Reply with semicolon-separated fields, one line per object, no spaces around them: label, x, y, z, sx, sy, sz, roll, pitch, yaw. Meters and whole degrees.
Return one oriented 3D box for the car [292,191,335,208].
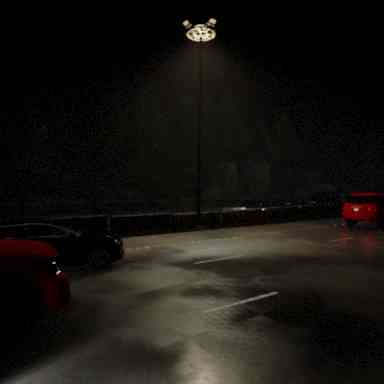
car;13.474;0.959;35.099;5.566;2.045;2.150;-1;1;-35

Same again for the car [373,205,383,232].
car;11.256;1.436;16.076;5.357;1.411;2.033;-1;0;-36

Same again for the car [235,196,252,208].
car;7.775;1.256;43.924;4.674;1.442;1.812;-1;1;-35

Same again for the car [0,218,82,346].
car;-4.723;1.223;4.680;5.566;2.045;2.150;0;0;-36

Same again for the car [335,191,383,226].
car;11.602;1.080;20.608;5.566;2.045;2.150;-1;0;-35

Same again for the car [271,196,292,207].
car;11.795;1.209;38.198;5.008;1.535;1.882;-1;1;-35

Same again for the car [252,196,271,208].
car;9.901;1.293;41.141;4.181;1.385;1.994;-1;1;-35

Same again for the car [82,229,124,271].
car;-4.339;1.486;9.250;4.902;1.511;2.128;0;0;-36
